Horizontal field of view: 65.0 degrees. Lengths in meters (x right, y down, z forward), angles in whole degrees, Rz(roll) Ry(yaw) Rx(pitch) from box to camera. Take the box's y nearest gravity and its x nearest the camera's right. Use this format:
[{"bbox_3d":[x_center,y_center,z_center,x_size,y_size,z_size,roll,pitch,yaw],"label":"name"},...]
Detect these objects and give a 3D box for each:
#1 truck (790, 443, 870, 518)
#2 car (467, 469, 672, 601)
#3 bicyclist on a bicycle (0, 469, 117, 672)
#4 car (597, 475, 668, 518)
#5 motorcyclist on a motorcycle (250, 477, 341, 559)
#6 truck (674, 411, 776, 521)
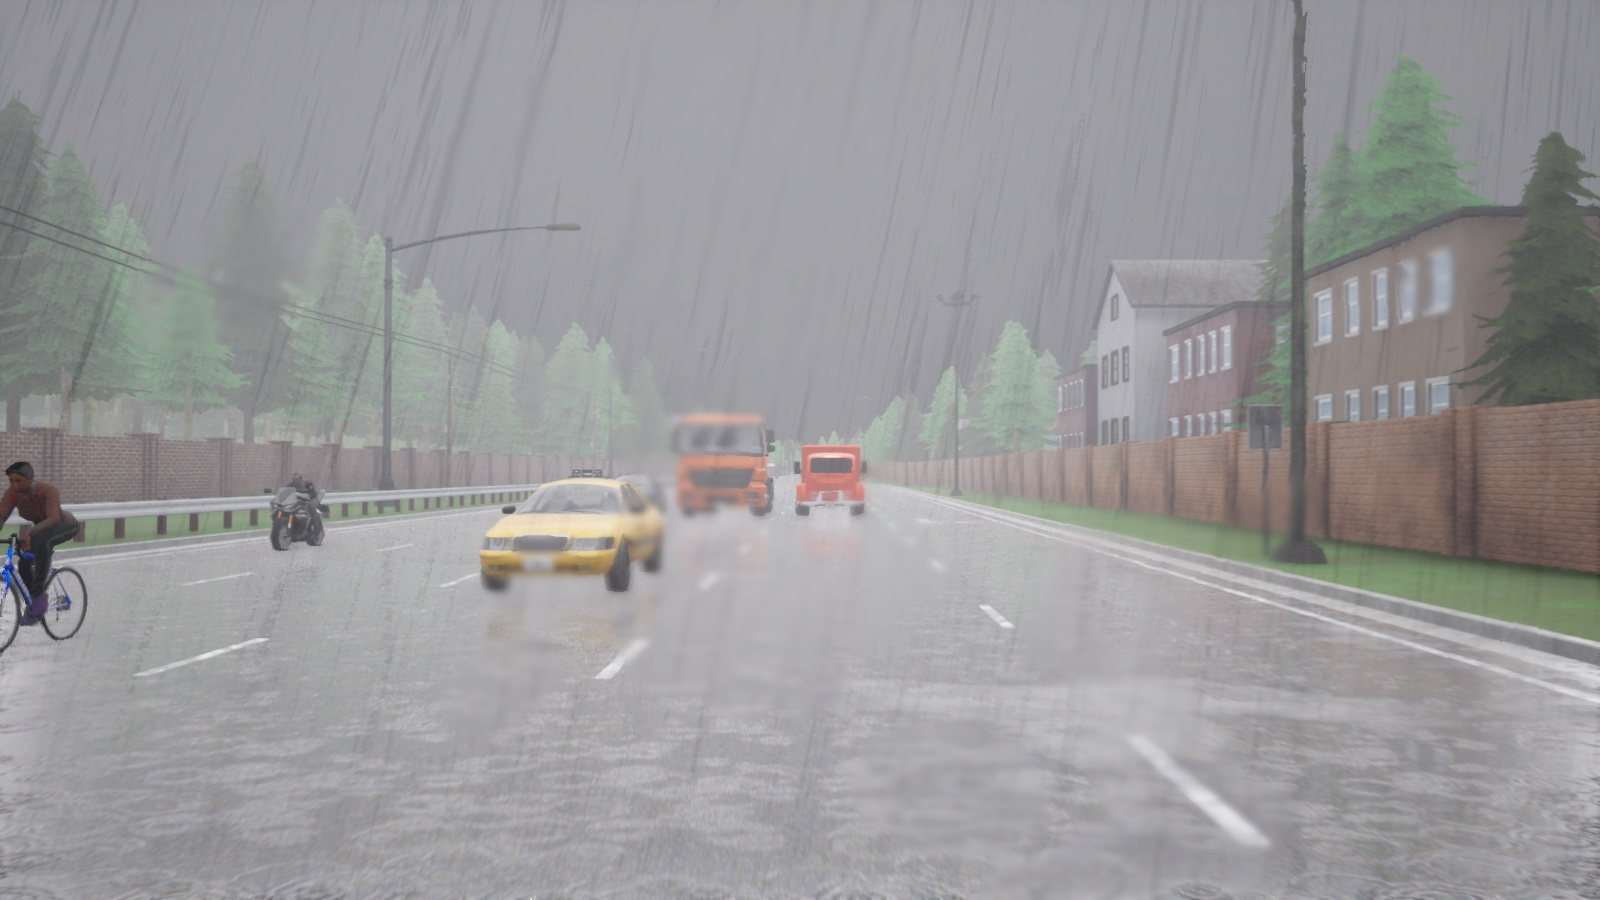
[{"bbox_3d":[1.061,1.062,44.079,2.627,2.467,5.204,0,-1,1],"label":"truck"},{"bbox_3d":[-3.042,1.065,17.760,1.801,1.575,5.366,0,-1,1],"label":"car"},{"bbox_3d":[-6.700,0.980,10.929,0.582,1.620,1.656,0,-1,1],"label":"bicyclist on a bicycle"},{"bbox_3d":[-5.918,1.620,44.954,1.812,1.442,4.674,0,-1,1],"label":"car"},{"bbox_3d":[-9.884,1.307,24.705,0.866,1.530,2.191,0,-1,1],"label":"motorcyclist on a motorcycle"},{"bbox_3d":[-2.450,0.577,43.750,2.891,3.462,7.936,0,-1,1],"label":"truck"}]
